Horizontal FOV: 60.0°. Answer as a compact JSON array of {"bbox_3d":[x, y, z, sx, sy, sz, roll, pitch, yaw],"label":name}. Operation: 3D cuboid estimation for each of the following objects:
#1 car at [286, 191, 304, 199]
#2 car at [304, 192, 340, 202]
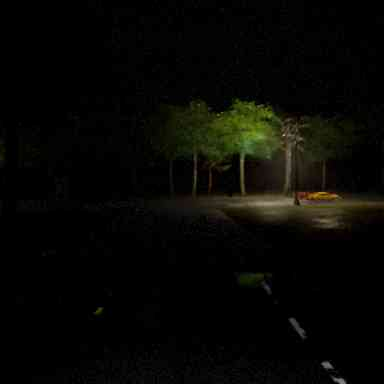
[{"bbox_3d":[19.437,0.549,60.837,4.181,1.385,1.994,-2,3,0],"label":"car"},{"bbox_3d":[21.369,0.797,53.843,5.008,1.535,1.882,-2,3,0],"label":"car"}]
